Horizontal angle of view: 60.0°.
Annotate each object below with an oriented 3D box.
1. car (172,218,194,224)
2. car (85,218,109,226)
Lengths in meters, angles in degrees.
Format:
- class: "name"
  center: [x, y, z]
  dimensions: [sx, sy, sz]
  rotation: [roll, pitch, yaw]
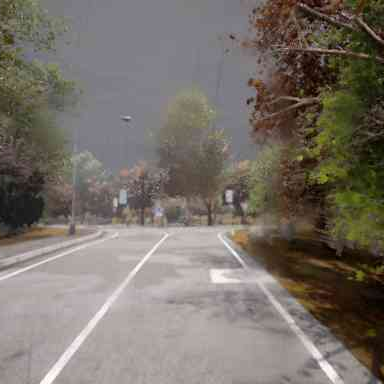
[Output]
- class: "car"
  center: [-1.931, 6.251, 70.980]
  dimensions: [4.892, 1.490, 1.837]
  rotation: [1, -5, -1]
- class: "car"
  center: [-17.704, 5.558, 62.117]
  dimensions: [2.128, 1.511, 4.902]
  rotation: [-3, -5, 29]
